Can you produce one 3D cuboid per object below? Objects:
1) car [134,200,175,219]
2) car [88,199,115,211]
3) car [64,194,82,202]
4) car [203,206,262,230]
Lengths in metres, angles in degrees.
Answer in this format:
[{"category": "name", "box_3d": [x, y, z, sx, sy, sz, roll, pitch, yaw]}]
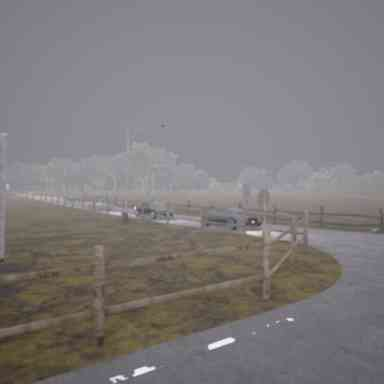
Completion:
[{"category": "car", "box_3d": [-3.360, 1.520, 29.162, 1.837, 1.490, 4.892, 2, -1, -36]}, {"category": "car", "box_3d": [-10.719, 1.488, 39.388, 1.895, 1.301, 4.718, 1, 0, -35]}, {"category": "car", "box_3d": [-21.106, 1.007, 58.866, 2.033, 1.411, 5.357, 1, 1, -37]}, {"category": "car", "box_3d": [2.427, 1.589, 21.110, 1.994, 1.385, 4.181, 1, -1, -35]}]
